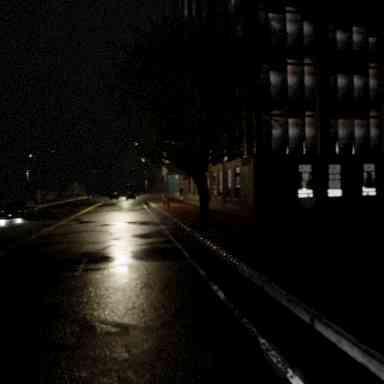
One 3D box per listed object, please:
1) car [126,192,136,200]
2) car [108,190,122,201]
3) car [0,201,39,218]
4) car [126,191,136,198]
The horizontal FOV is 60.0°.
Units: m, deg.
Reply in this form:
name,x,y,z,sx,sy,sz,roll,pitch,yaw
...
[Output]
name,x,y,z,sx,sy,sz,roll,pitch,yaw
car,-11.979,0.889,65.226,1.994,1.385,4.181,-2,1,-11
car,-15.098,0.910,64.219,2.128,1.511,4.902,-2,1,-11
car,-15.256,1.477,29.698,2.033,1.411,5.357,-2,1,-10
car,-13.823,0.597,75.055,2.033,1.411,5.357,-2,1,-11
